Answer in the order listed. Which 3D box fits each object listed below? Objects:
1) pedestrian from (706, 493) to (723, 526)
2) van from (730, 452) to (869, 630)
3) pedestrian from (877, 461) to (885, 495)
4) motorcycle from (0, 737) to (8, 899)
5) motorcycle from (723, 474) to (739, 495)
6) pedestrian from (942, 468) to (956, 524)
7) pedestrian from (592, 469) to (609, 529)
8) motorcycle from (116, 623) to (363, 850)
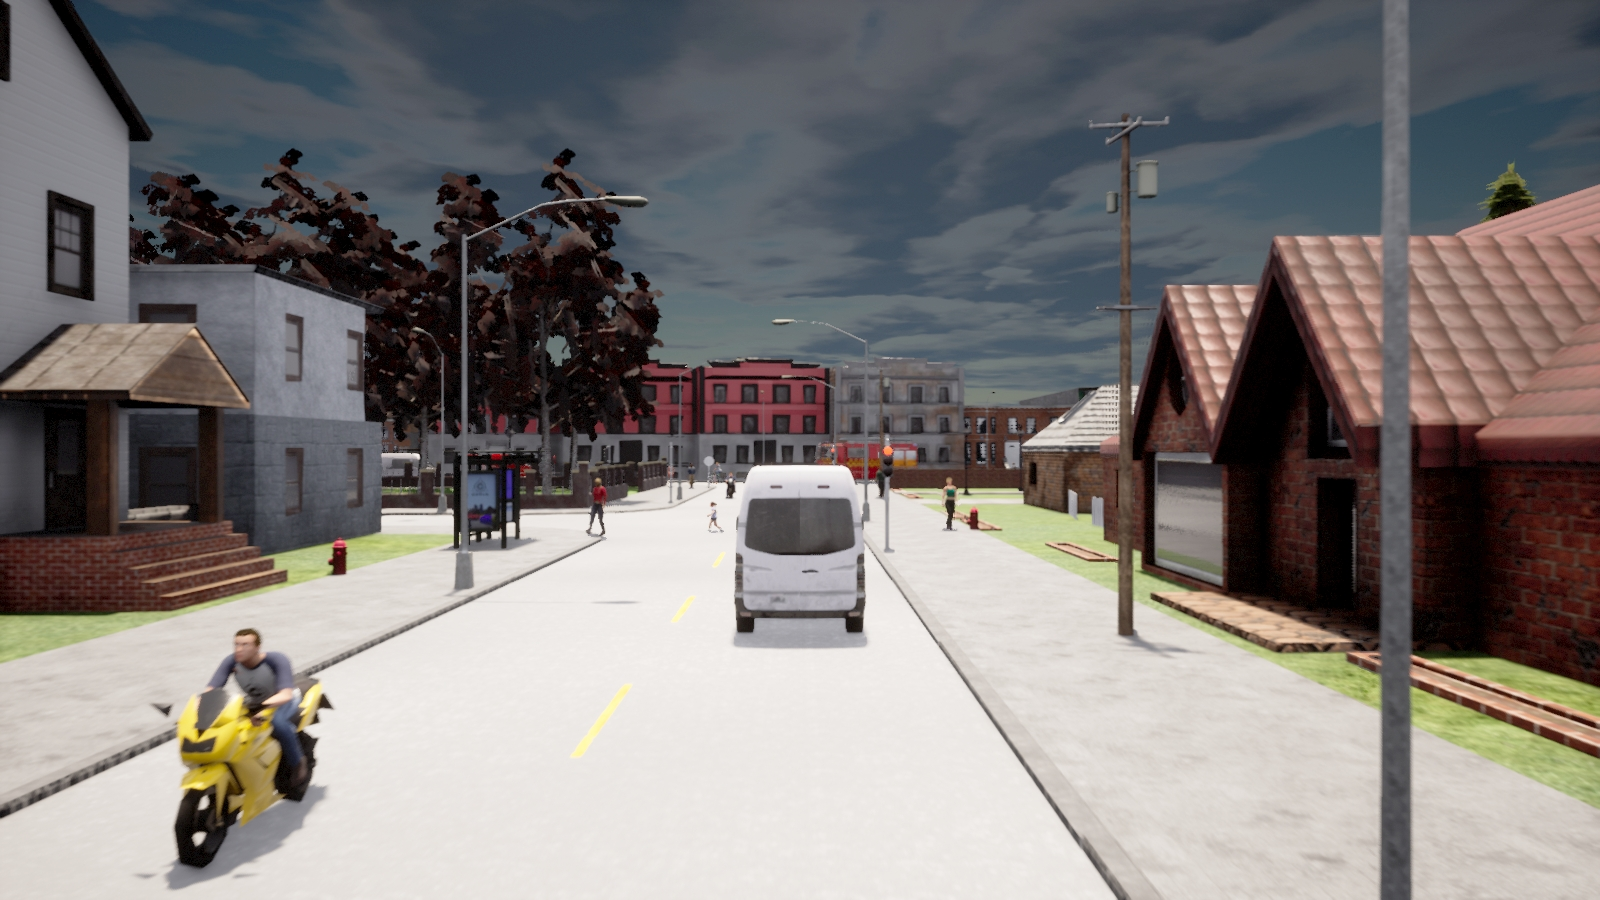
[{"bbox_3d":[-2.888,2.009,38.679,0.500,1.100,0.500,0,0,-13],"label":"pedestrian"},{"bbox_3d":[-0.007,1.314,19.387,1.988,2.561,5.915,0,0,0],"label":"van"},{"bbox_3d":[4.466,1.524,62.898,0.375,1.860,0.375,0,0,-9],"label":"pedestrian"},{"bbox_3d":[-4.004,1.950,4.043,0.764,1.277,2.356,0,0,0],"label":"motorcycle"},{"bbox_3d":[-3.958,1.993,65.526,0.803,1.145,2.033,0,0,1],"label":"motorcycle"},{"bbox_3d":[4.980,1.524,38.133,0.375,1.860,0.375,0,0,-7],"label":"pedestrian"},{"bbox_3d":[-6.207,1.522,35.613,0.375,1.860,0.375,0,0,24],"label":"pedestrian"},{"bbox_3d":[-3.989,1.993,8.351,0.803,1.145,2.033,0,0,0],"label":"motorcycle"}]
